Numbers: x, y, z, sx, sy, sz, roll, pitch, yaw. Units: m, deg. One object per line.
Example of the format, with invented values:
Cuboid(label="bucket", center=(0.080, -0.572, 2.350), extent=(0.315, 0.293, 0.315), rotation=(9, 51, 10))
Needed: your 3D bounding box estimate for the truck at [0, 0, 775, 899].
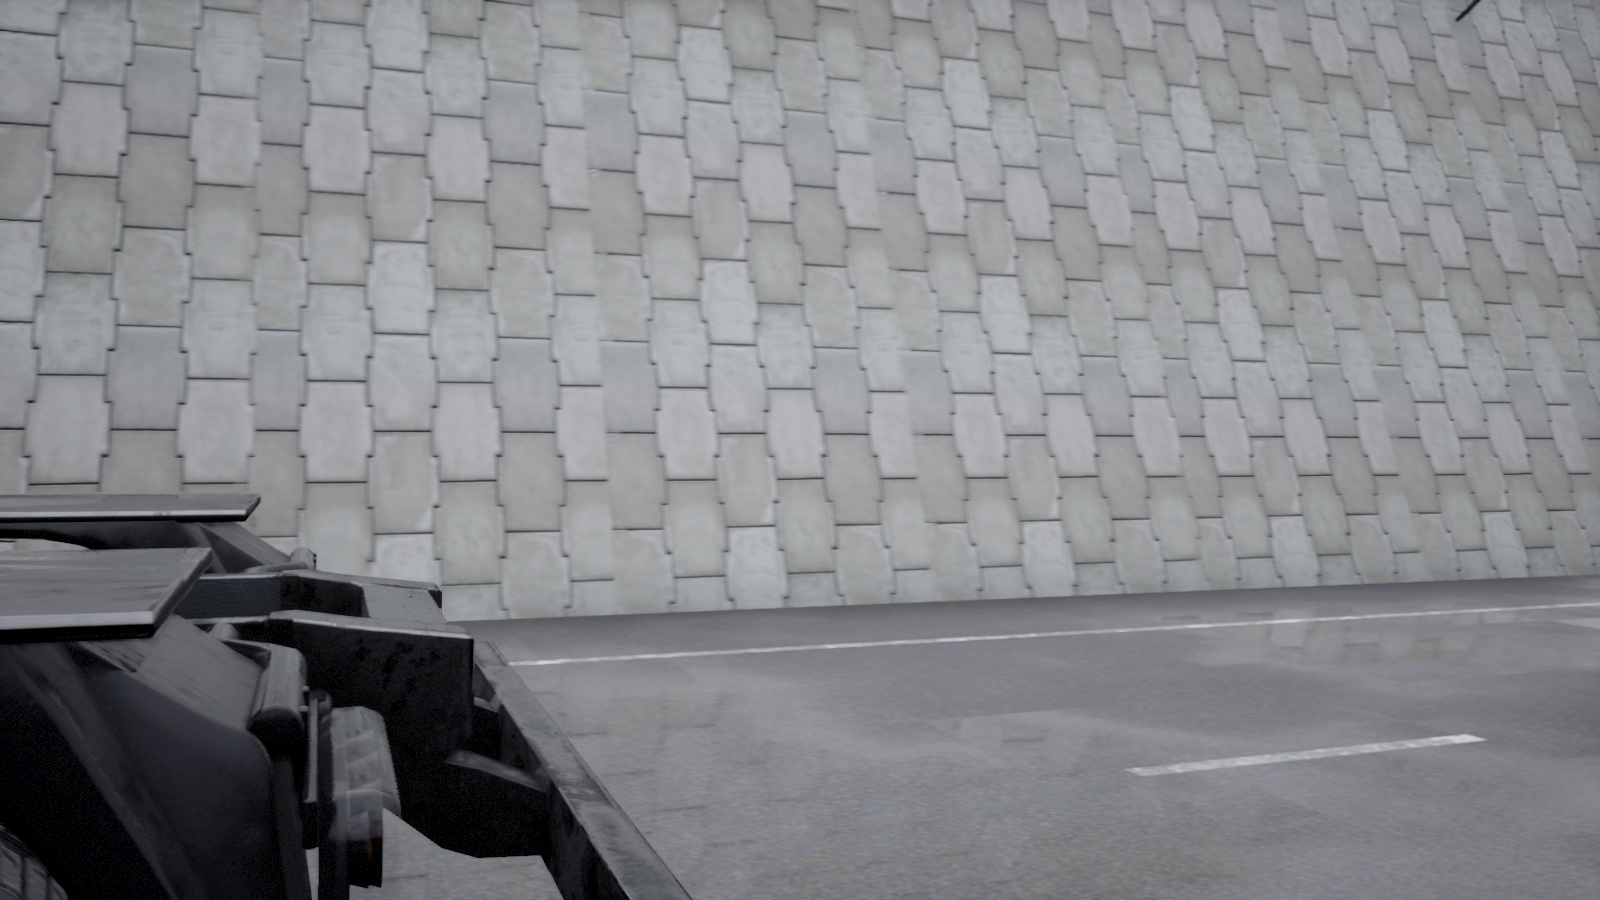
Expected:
Cuboid(label="truck", center=(-4.265, -0.164, 1.609), extent=(7.936, 3.462, 2.891), rotation=(-1, 1, -21))
